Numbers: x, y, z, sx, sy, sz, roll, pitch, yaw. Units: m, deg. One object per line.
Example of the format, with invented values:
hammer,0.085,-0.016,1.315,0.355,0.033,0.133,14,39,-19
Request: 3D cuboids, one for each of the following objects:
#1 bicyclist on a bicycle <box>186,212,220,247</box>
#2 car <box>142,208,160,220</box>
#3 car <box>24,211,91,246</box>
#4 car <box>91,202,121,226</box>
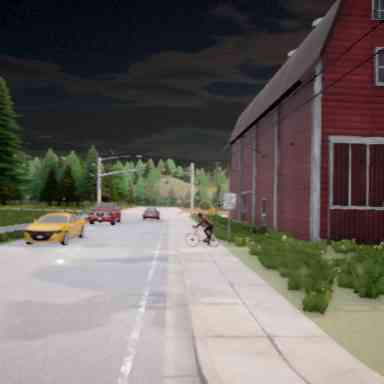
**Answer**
bicyclist on a bicycle,0.523,1.784,15.600,1.656,1.620,0.582,1,-2,-4
car,-4.938,2.661,40.600,1.994,1.385,4.181,1,-2,-4
car,-7.113,1.852,17.716,1.882,1.535,5.008,1,-2,-4
car,-7.981,1.964,30.953,2.150,2.045,5.566,1,-1,-4
